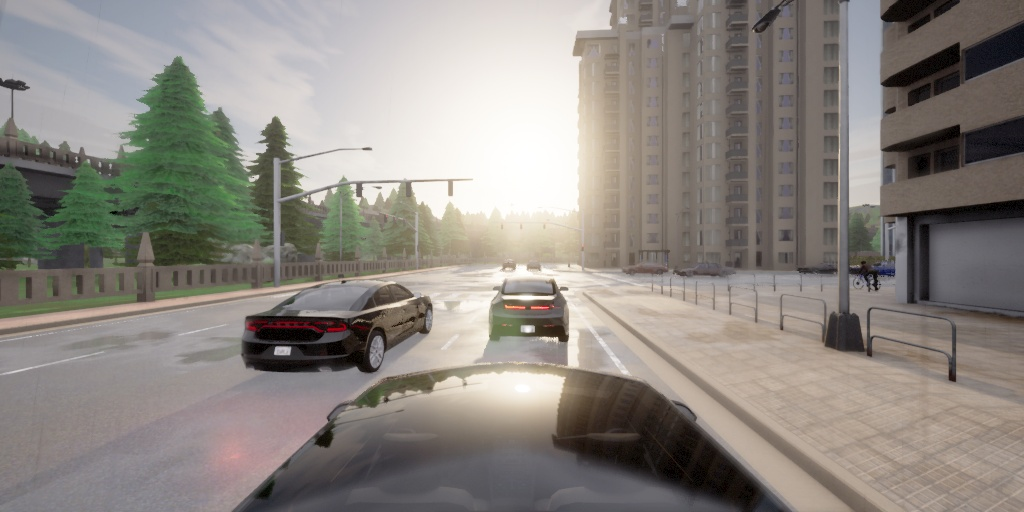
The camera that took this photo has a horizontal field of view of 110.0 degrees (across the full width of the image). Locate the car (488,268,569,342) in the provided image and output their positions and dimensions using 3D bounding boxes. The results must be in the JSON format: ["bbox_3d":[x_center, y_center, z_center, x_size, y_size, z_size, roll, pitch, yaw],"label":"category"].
[{"bbox_3d":[0.494,1.255,9.798,1.837,1.490,4.892,0,0,4],"label":"car"}]

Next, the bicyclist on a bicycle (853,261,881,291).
[{"bbox_3d":[19.756,1.107,19.999,0.582,1.620,1.656,0,0,3],"label":"bicyclist on a bicycle"}]

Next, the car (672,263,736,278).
[{"bbox_3d":[18.474,1.353,34.560,5.357,1.411,2.033,0,0,3],"label":"car"}]

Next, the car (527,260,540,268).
[{"bbox_3d":[3.186,1.314,52.803,1.994,1.385,4.181,0,0,4],"label":"car"}]

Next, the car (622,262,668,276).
[{"bbox_3d":[14.162,1.331,38.274,4.674,1.442,1.812,0,0,4],"label":"car"}]

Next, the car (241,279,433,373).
[{"bbox_3d":[-3.161,1.228,7.678,1.882,1.535,5.008,0,0,4],"label":"car"}]

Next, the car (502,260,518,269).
[{"bbox_3d":[-0.338,1.254,52.528,1.837,1.490,4.892,0,0,4],"label":"car"}]

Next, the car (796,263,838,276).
[{"bbox_3d":[32.592,1.406,37.346,4.718,1.301,1.895,0,0,3],"label":"car"}]

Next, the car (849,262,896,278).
[{"bbox_3d":[34.942,1.283,33.708,5.008,1.535,1.882,0,0,3],"label":"car"}]
